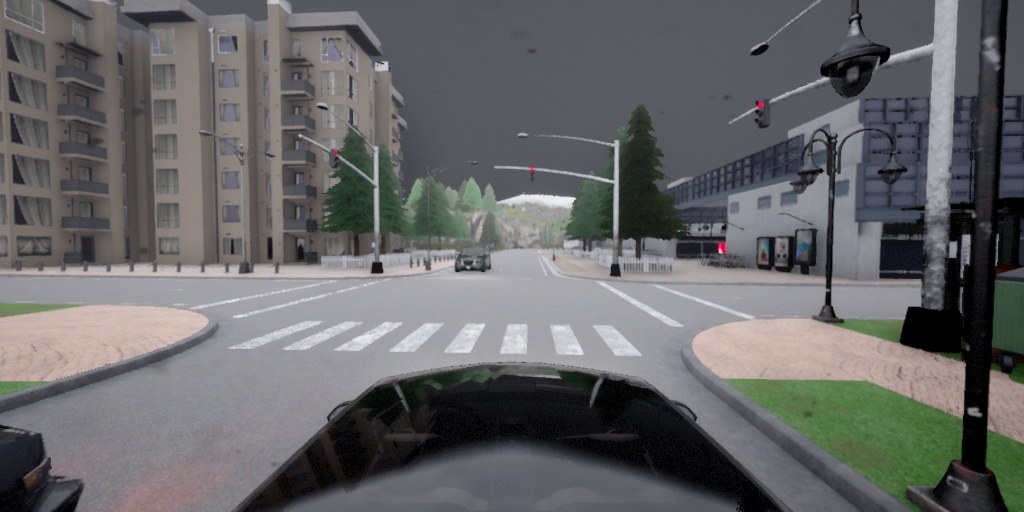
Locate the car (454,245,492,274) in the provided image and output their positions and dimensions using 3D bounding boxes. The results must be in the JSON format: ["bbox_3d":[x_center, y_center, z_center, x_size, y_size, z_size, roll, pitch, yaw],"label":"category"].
[{"bbox_3d":[-2.796,0.258,26.845,2.150,2.045,5.566,0,3,3],"label":"car"}]
